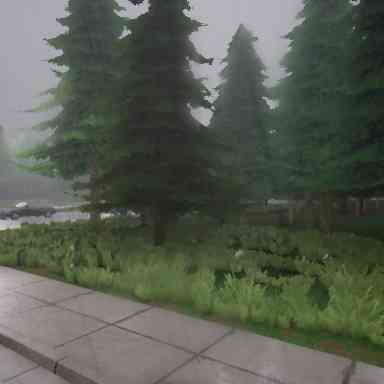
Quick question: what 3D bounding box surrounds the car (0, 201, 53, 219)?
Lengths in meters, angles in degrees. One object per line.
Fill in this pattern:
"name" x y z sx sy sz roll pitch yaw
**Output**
"car" -13.750 1.499 27.942 1.812 1.442 4.674 0 0 34
